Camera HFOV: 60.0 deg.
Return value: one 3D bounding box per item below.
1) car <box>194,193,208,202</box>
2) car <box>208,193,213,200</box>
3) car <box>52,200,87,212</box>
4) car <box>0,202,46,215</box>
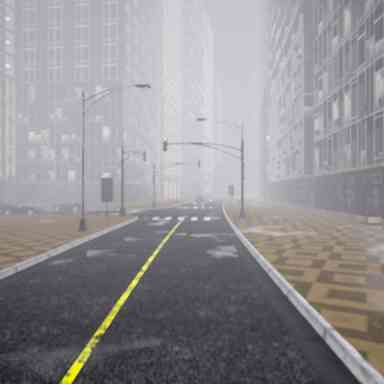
[{"bbox_3d":[1.523,1.268,66.052,1.837,1.490,4.892,0,0,8],"label":"car"},{"bbox_3d":[3.857,1.040,81.405,2.097,1.767,4.553,0,0,9],"label":"car"},{"bbox_3d":[-15.511,1.735,42.197,4.403,1.369,2.008,-1,1,11],"label":"car"},{"bbox_3d":[-17.149,1.718,33.979,4.403,1.369,2.008,-1,1,11],"label":"car"}]
